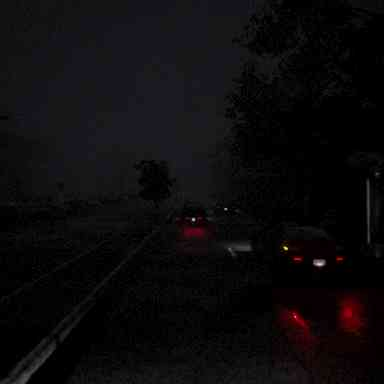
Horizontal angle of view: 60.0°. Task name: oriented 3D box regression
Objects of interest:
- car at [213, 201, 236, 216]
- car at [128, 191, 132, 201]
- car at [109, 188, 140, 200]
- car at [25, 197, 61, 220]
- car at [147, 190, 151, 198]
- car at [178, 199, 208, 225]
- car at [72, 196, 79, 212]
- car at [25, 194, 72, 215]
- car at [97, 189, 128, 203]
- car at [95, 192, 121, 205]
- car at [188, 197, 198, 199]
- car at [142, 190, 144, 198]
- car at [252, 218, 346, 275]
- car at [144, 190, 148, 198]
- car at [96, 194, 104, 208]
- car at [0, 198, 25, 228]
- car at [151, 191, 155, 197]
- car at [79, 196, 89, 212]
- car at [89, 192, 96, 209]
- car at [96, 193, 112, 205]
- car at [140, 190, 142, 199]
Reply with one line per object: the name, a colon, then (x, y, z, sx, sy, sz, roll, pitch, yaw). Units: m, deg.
car: (3.094, 1.513, 32.539, 1.994, 1.385, 4.181, 0, 0, 0)
car: (-13.994, 1.093, 59.582, 5.366, 1.575, 1.946, -1, 1, -20)
car: (-13.845, 0.774, 65.630, 5.566, 2.045, 2.435, -1, 1, -20)
car: (-13.664, 1.477, 26.694, 5.366, 1.575, 1.946, -1, 0, -20)
car: (-13.837, 0.629, 83.641, 5.566, 2.045, 2.435, -1, 1, -20)
car: (0.096, 1.510, 24.110, 1.837, 1.490, 4.892, 0, 1, 0)
car: (-13.859, 1.468, 32.621, 4.792, 1.488, 2.163, -1, 1, -20)
car: (-13.863, 1.213, 29.620, 5.566, 2.045, 2.435, -1, 1, -20)
car: (-13.803, 0.918, 53.661, 5.566, 2.045, 2.435, -1, 1, -20)
car: (-13.799, 1.239, 50.662, 4.792, 1.488, 2.163, -1, 1, -20)
car: (0.092, 1.377, 41.296, 1.812, 1.442, 4.674, 0, 1, 0)
car: (-13.847, 0.818, 74.644, 4.553, 1.767, 2.185, -1, 0, -20)
car: (3.098, 1.544, 10.384, 1.812, 1.442, 4.674, 0, 0, 0)
car: (-13.836, 0.929, 80.639, 4.792, 1.488, 2.163, -1, 1, -20)
car: (-13.832, 1.377, 41.646, 4.674, 1.452, 2.002, -1, 0, -20)
car: (-13.816, 1.258, 20.640, 5.566, 2.045, 2.435, -1, 0, -20)
car: (-13.810, 0.572, 92.654, 5.566, 2.045, 2.435, -1, 1, -20)
car: (-13.834, 1.453, 35.646, 4.674, 1.452, 2.002, -1, 0, -20)
car: (-13.863, 1.250, 38.633, 4.553, 1.767, 2.185, -1, 1, -20)
car: (-13.821, 1.296, 44.645, 5.008, 1.535, 2.097, -1, 1, -20)
car: (-13.786, 0.842, 71.658, 4.553, 1.767, 2.185, -1, 1, -20)
